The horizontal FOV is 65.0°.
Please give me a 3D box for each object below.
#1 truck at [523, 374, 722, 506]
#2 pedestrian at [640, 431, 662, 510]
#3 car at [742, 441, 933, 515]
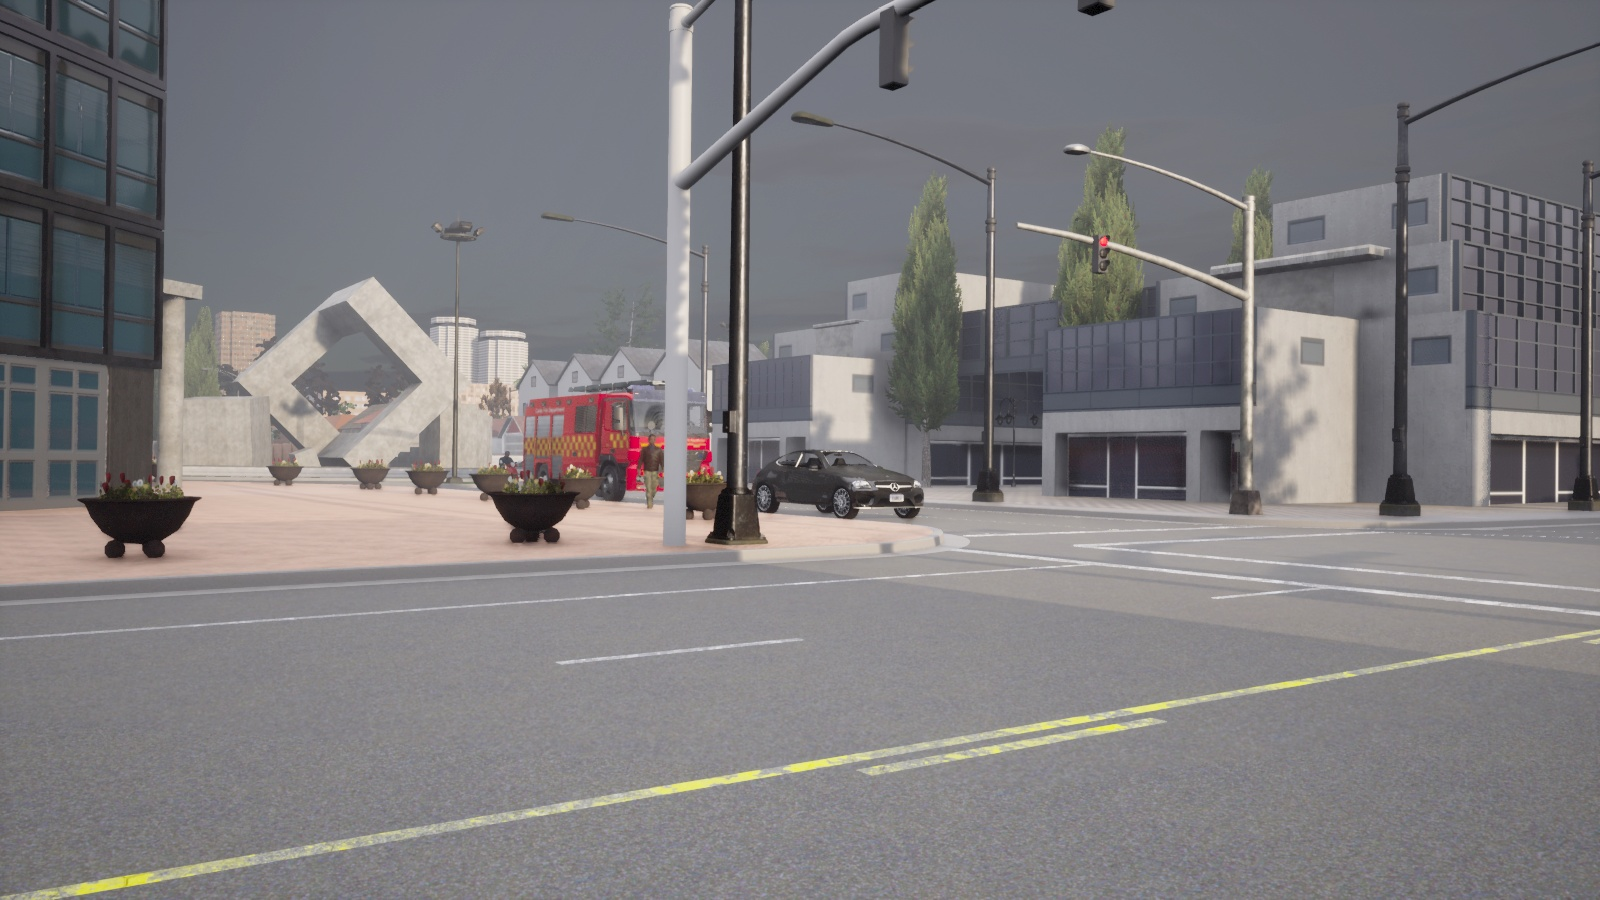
[{"bbox_3d":[-5.982,-0.266,40.798,2.891,3.827,8.468,1,-1,-34],"label":"truck"},{"bbox_3d":[-3.502,0.483,29.489,0.431,1.840,0.703,1,-1,-12],"label":"pedestrian"},{"bbox_3d":[0.809,0.645,30.856,2.152,1.651,5.027,1,-1,-34],"label":"car"}]
